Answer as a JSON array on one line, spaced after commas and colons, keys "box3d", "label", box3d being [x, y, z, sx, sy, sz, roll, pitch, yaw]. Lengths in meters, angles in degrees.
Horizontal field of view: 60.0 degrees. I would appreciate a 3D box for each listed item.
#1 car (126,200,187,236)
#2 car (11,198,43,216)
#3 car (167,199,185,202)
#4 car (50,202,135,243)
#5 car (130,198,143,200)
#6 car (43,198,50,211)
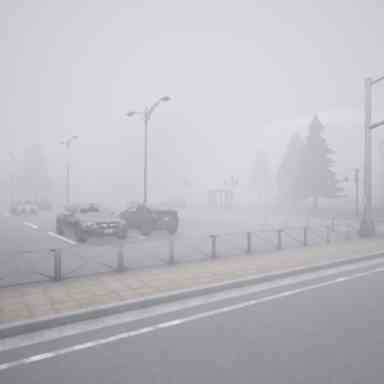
[{"box3d": [-2.499, 1.420, 18.066, 2.007, 1.523, 4.514, 1, 0, -36], "label": "car"}, {"box3d": [-15.819, 1.436, 31.406, 1.970, 1.475, 3.806, 1, 0, -36], "label": "car"}, {"box3d": [-2.683, 1.738, 48.148, 2.128, 1.511, 4.902, 1, 0, -36], "label": "car"}, {"box3d": [-5.011, 1.381, 16.187, 2.152, 1.636, 5.027, 1, 0, -36], "label": "car"}, {"box3d": [-8.108, 1.691, 49.600, 1.882, 1.535, 5.008, 1, -1, -36], "label": "car"}, {"box3d": [-17.746, 1.453, 39.167, 1.845, 1.501, 3.633, 1, 0, -36], "label": "car"}]
